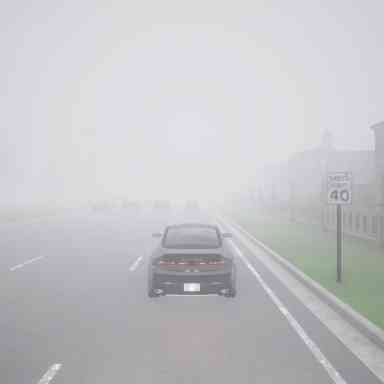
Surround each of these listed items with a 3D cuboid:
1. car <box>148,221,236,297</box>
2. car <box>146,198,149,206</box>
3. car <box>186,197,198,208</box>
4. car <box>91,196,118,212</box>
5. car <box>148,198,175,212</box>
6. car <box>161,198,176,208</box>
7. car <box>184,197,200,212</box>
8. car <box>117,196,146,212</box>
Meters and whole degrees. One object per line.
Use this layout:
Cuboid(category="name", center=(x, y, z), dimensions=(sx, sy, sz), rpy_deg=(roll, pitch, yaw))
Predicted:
Cuboid(category="car", center=(0.000, 1.504, 8.535), dimensions=(1.837, 1.490, 4.892), rpy_deg=(0, 0, 0))
Cuboid(category="car", center=(-7.002, 1.564, 49.568), dimensions=(1.994, 1.385, 4.181), rpy_deg=(0, 0, 0))
Cuboid(category="car", center=(-0.002, 1.526, 49.568), dimensions=(1.812, 1.442, 4.674), rpy_deg=(0, 0, 0))
Cuboid(category="car", center=(-10.501, 1.564, 39.531), dimensions=(1.994, 1.385, 4.181), rpy_deg=(0, 0, 0))
Cuboid(category="car", center=(-3.501, 1.491, 39.148), dimensions=(2.128, 1.511, 4.902), rpy_deg=(0, 0, 0))
Cuboid(category="car", center=(-3.501, 1.601, 49.622), dimensions=(1.895, 1.301, 4.718), rpy_deg=(0, 0, 0))
Cuboid(category="car", center=(-0.001, 1.547, 39.148), dimensions=(2.033, 1.411, 5.357), rpy_deg=(0, 0, 0))
Cuboid(category="car", center=(-7.001, 1.477, 39.148), dimensions=(1.882, 1.535, 5.008), rpy_deg=(0, 0, 0))
